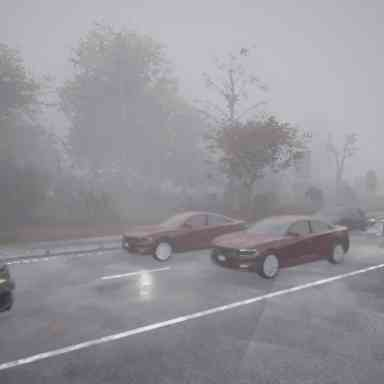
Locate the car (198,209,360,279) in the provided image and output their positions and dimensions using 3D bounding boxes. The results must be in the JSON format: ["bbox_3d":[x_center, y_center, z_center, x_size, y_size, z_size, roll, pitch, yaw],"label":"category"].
[{"bbox_3d":[2.834,1.476,10.247,5.008,1.535,1.882,0,0,-35],"label":"car"}]

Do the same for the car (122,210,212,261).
[{"bbox_3d":[-0.118,1.478,12.449,5.008,1.535,1.882,0,0,-35],"label":"car"}]

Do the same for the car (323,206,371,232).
[{"bbox_3d":[7.973,1.502,18.155,5.357,1.411,2.033,-1,0,-35],"label":"car"}]

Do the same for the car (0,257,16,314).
[{"bbox_3d":[-5.103,1.526,4.629,4.674,1.442,1.812,0,0,-36],"label":"car"}]

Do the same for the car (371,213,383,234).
[{"bbox_3d":[11.092,1.434,16.071,4.902,1.511,2.128,-1,0,-35],"label":"car"}]
